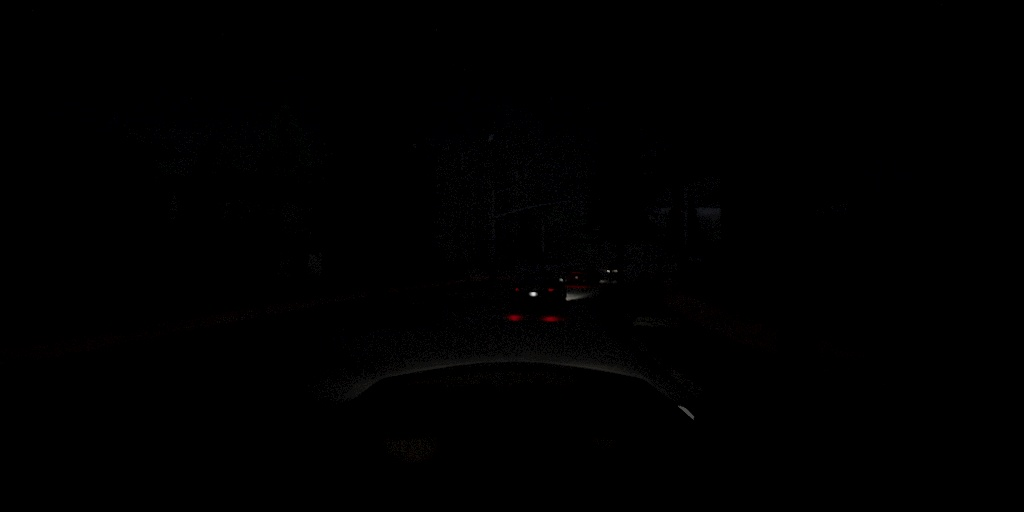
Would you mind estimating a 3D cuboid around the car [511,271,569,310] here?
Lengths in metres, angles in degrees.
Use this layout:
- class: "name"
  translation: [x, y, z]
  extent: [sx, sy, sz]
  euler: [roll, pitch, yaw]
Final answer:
- class: "car"
  translation: [1.249, 1.448, 15.676]
  extent: [1.994, 1.385, 4.181]
  euler: [0, 0, 12]

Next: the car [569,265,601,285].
- class: "car"
  translation: [5.967, 1.503, 29.644]
  extent: [1.882, 1.535, 5.008]
  euler: [0, 0, 25]
